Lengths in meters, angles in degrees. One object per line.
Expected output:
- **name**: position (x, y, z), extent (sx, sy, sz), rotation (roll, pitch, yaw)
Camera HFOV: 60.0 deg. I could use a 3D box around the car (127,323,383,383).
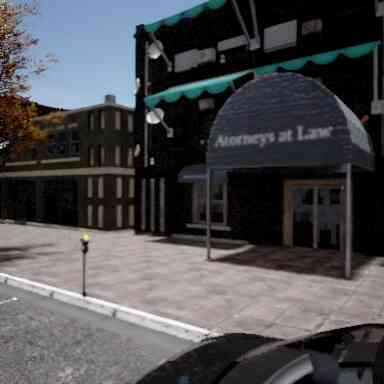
- **car**: position (1.327, 1.566, 1.915), extent (4.313, 1.339, 1.947), rotation (-1, 1, 36)
